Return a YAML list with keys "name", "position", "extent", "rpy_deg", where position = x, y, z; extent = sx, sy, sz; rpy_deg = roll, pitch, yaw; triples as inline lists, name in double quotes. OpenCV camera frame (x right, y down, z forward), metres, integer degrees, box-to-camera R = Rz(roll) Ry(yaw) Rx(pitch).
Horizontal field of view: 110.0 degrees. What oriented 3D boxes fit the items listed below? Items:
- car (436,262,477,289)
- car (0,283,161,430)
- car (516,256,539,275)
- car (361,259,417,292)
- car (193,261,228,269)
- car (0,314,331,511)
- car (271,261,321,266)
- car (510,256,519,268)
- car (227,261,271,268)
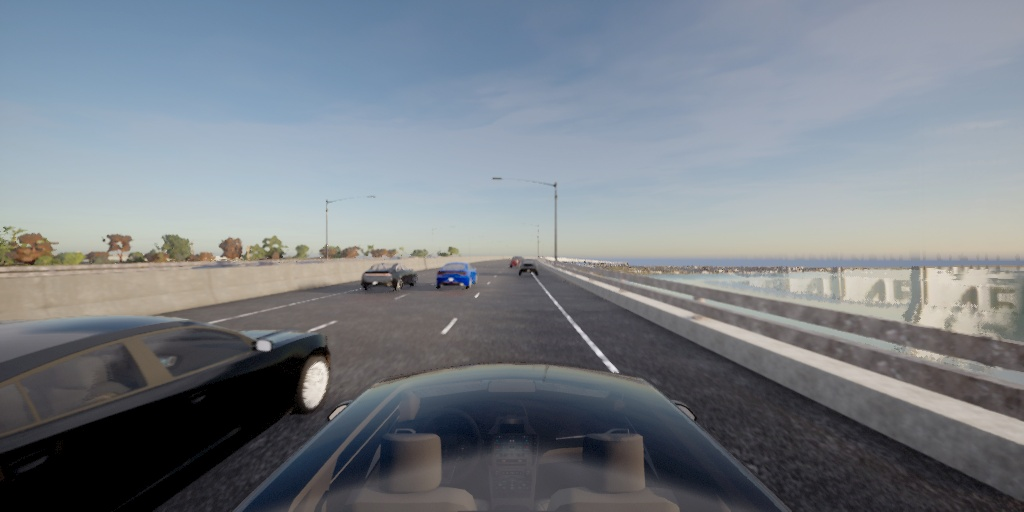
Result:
- name: "car"
  position: [-3.270, 1.103, 21.885]
  extent: [1.882, 1.535, 5.008]
  rpy_deg: [0, 0, 1]
- name: "car"
  position: [-6.893, 1.227, 3.489]
  extent: [2.128, 1.511, 4.902]
  rpy_deg: [0, 0, 0]
- name: "car"
  position: [1.548, 1.063, 34.703]
  extent: [1.837, 1.490, 4.892]
  rpy_deg: [0, 0, 1]
- name: "car"
  position: [-6.789, 1.126, 20.245]
  extent: [2.128, 1.511, 4.902]
  rpy_deg: [0, 0, 1]
- name: "car"
  position: [-24.344, 1.138, 29.825]
  extent: [1.994, 1.385, 4.181]
  rpy_deg: [0, 0, 1]
- name: "car"
  position: [-3.394, 1.218, 2.906]
  extent: [1.882, 1.535, 5.008]
  rpy_deg: [0, 0, 0]
- name: "car"
  position: [-17.348, 1.121, 30.349]
  extent: [2.033, 1.411, 5.357]
  rpy_deg: [0, 0, 1]
- name: "car"
  position: [0.782, 0.814, 53.014]
  extent: [2.097, 1.767, 4.553]
  rpy_deg: [0, 0, 2]
- name: "car"
  position: [-20.845, 1.139, 29.850]
  extent: [1.994, 1.385, 4.181]
  rpy_deg: [0, 0, 1]
